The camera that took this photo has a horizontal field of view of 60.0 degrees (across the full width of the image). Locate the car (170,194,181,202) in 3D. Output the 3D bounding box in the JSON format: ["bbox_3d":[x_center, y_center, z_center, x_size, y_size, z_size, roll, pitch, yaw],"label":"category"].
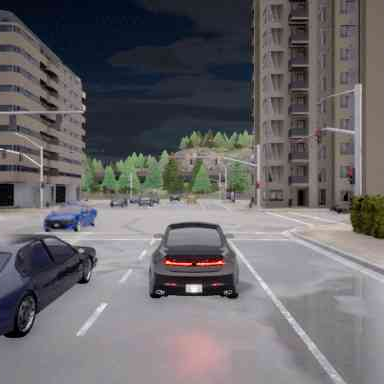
[{"bbox_3d":[-3.618,1.194,72.924,2.097,1.767,4.553,0,0,0],"label":"car"}]

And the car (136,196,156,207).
[{"bbox_3d":[-7.176,1.526,52.003,1.812,1.442,4.674,0,0,-1],"label":"car"}]

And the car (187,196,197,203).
[{"bbox_3d":[-0.031,1.477,70.020,1.882,1.535,5.008,0,0,0],"label":"car"}]

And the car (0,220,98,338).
[{"bbox_3d":[-3.460,1.547,6.537,2.033,1.411,5.357,0,0,0],"label":"car"}]

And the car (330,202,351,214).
[{"bbox_3d":[17.290,1.547,34.599,5.357,1.411,2.033,0,0,0],"label":"car"}]

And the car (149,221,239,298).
[{"bbox_3d":[0.050,1.505,8.466,1.837,1.490,4.892,0,0,0],"label":"car"}]

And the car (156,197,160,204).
[{"bbox_3d":[-7.166,1.564,61.916,1.994,1.385,4.181,0,0,0],"label":"car"}]

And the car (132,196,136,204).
[{"bbox_3d":[-10.651,1.503,62.794,1.837,1.490,4.892,0,0,0],"label":"car"}]

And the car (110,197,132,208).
[{"bbox_3d":[-10.675,1.491,49.038,2.128,1.511,4.902,0,0,0],"label":"car"}]

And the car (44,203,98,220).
[{"bbox_3d":[-7.132,1.477,20.009,1.882,1.535,5.008,0,0,0],"label":"car"}]
